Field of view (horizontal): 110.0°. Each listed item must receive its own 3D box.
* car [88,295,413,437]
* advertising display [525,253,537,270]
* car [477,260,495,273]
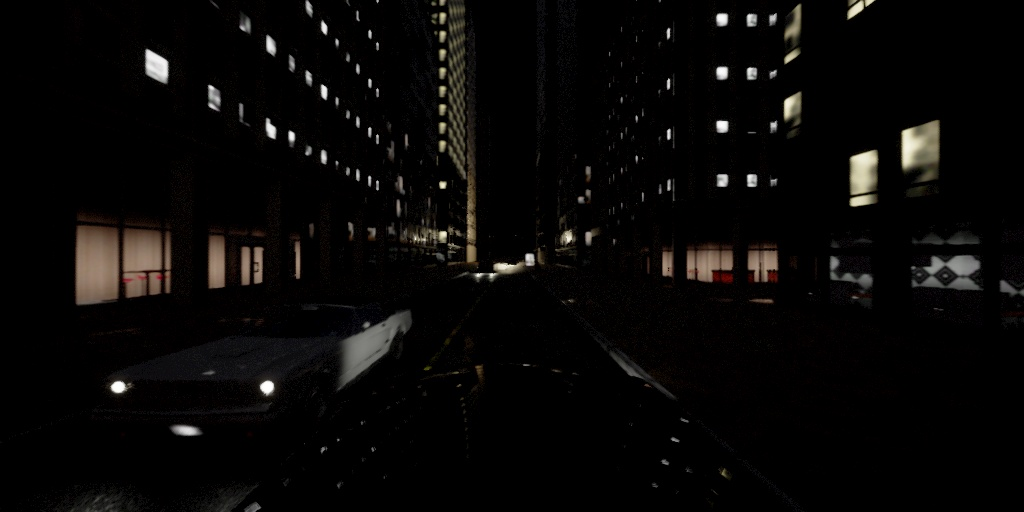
[{"bbox_3d":[-3.090,1.351,5.608,1.895,1.301,4.718,0,0,0],"label":"car"},{"bbox_3d":[3.105,0.776,62.671,1.540,2.440,0.280,0,0,0],"label":"advertising display"},{"bbox_3d":[-3.107,1.229,43.272,1.882,1.535,5.008,0,0,0],"label":"car"}]
